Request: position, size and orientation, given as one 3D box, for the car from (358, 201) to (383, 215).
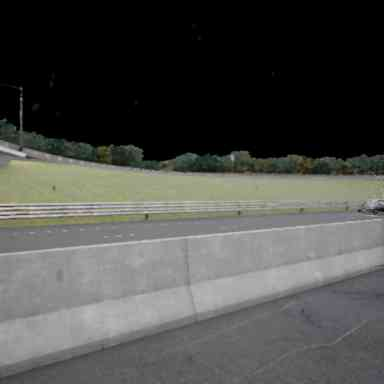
[{"bbox_3d":[20.279,1.701,36.985,4.674,1.442,1.812,1,0,-37],"label":"car"}]
